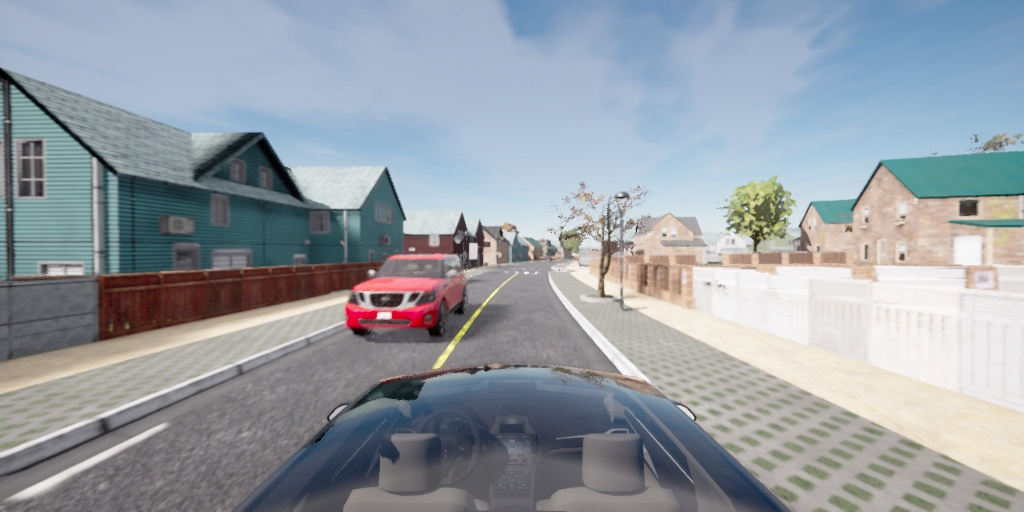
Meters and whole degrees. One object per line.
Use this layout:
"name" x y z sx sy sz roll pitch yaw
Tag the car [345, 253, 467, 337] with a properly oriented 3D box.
"car" -2.691 0.933 10.534 2.150 2.045 5.566 0 0 2
